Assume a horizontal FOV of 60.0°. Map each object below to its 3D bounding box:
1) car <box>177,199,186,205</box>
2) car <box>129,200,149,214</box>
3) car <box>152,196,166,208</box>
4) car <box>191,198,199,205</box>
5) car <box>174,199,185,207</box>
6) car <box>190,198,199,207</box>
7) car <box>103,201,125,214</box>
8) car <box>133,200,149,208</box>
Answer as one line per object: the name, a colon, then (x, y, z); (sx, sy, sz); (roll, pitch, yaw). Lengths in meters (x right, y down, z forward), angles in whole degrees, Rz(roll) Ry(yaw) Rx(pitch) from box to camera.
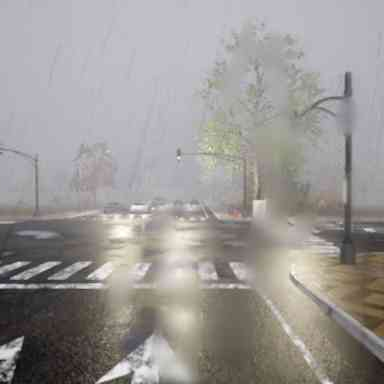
car: (-2.543, 2.280, 78.897); (1.895, 1.301, 4.718); (0, -1, 1)
car: (-6.498, 1.958, 41.482); (1.812, 1.442, 4.674); (0, -1, 1)
car: (-6.066, 1.858, 62.395); (2.150, 2.045, 5.566); (0, -1, 1)
car: (0.706, 2.185, 78.815); (1.837, 1.490, 4.892); (0, -1, 1)
car: (-2.715, 2.167, 68.451); (1.882, 1.535, 5.008); (0, -1, 1)
car: (0.534, 2.192, 68.397); (1.837, 1.490, 4.892); (0, -1, 1)
car: (-9.741, 1.938, 41.669); (1.837, 1.490, 4.892); (0, -1, 1)
car: (-9.336, 2.171, 61.196); (2.033, 1.411, 5.357); (0, -1, 1)
